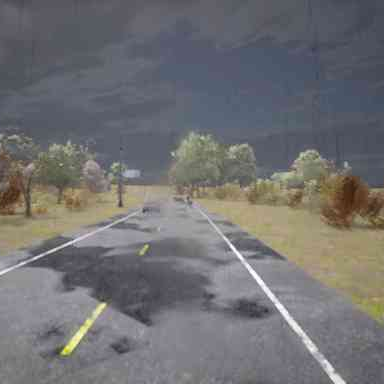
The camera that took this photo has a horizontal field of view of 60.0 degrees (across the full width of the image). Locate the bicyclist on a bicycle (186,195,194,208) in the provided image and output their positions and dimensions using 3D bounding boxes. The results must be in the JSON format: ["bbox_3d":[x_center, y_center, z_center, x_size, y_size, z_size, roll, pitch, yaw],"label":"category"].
[{"bbox_3d":[-0.166,1.417,45.615,0.866,1.612,1.509,0,0,-2],"label":"bicyclist on a bicycle"}]

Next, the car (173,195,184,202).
[{"bbox_3d":[-2.873,1.476,74.349,1.812,1.442,4.674,0,0,-4],"label":"car"}]

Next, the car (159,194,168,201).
[{"bbox_3d":[-6.684,1.310,78.181,2.033,1.411,5.357,0,0,-4],"label":"car"}]

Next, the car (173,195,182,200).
[{"bbox_3d":[-3.791,1.389,85.898,1.895,1.301,4.718,0,0,-5],"label":"car"}]

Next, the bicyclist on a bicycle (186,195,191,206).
[{"bbox_3d":[-0.606,1.345,54.478,0.659,1.776,1.843,0,0,-3],"label":"bicyclist on a bicycle"}]

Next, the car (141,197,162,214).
[{"bbox_3d":[-4.310,1.498,36.083,1.837,1.490,4.892,0,0,-2],"label":"car"}]
